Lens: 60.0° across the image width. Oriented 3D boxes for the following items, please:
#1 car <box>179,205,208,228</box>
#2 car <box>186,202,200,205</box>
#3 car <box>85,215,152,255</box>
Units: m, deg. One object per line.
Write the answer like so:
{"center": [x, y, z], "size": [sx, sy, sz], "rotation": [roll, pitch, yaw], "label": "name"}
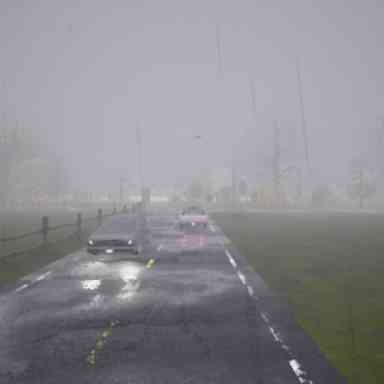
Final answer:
{"center": [0.097, 1.827, 23.884], "size": [1.895, 1.301, 4.718], "rotation": [0, -1, 0], "label": "car"}
{"center": [0.099, 1.822, 33.908], "size": [1.837, 1.490, 4.892], "rotation": [0, 0, 0], "label": "car"}
{"center": [-2.851, 1.685, 14.162], "size": [2.033, 1.411, 5.357], "rotation": [0, -1, 0], "label": "car"}
